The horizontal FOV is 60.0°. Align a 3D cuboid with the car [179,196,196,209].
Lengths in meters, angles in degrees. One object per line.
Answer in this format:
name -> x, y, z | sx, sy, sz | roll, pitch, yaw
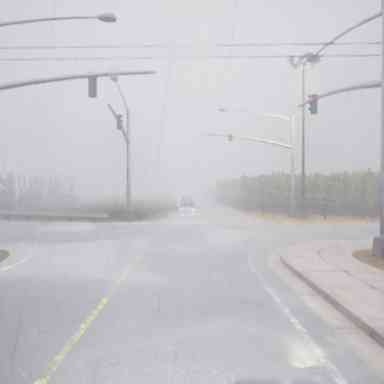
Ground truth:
car -> -0.578, 1.191, 40.826 | 2.033, 1.411, 5.357 | 0, 1, -3
